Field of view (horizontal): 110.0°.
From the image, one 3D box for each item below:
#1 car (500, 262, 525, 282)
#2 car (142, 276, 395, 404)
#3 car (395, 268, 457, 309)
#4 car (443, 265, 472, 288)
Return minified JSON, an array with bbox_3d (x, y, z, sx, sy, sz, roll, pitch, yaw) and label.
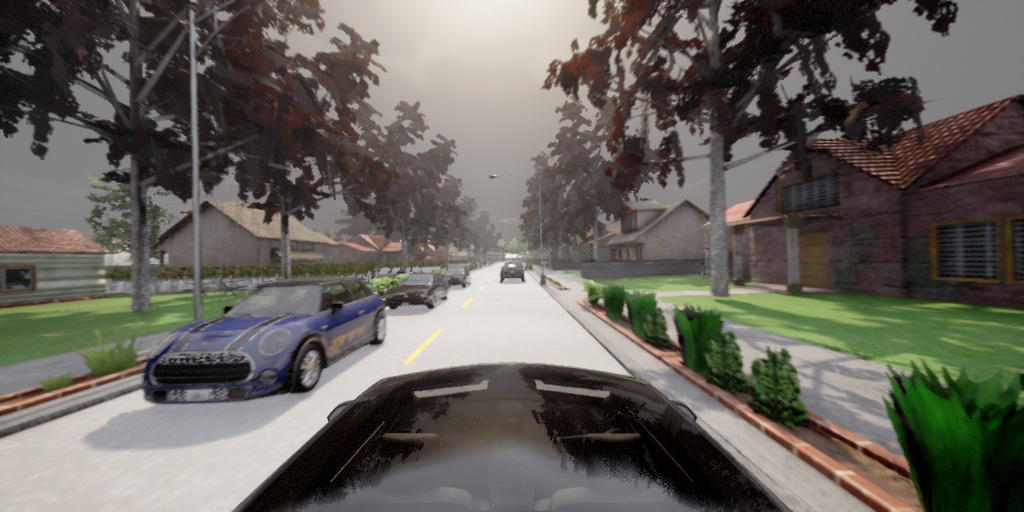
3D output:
[{"bbox_3d":[0.028,1.294,31.545,2.097,1.767,4.553,-2,0,0],"label":"car"},{"bbox_3d":[-4.136,1.246,6.948,2.097,1.767,4.553,-2,0,0],"label":"car"},{"bbox_3d":[-4.125,1.504,16.548,2.033,1.411,5.357,-2,0,0],"label":"car"},{"bbox_3d":[-4.098,1.569,26.815,2.033,1.411,5.357,-2,0,0],"label":"car"}]
